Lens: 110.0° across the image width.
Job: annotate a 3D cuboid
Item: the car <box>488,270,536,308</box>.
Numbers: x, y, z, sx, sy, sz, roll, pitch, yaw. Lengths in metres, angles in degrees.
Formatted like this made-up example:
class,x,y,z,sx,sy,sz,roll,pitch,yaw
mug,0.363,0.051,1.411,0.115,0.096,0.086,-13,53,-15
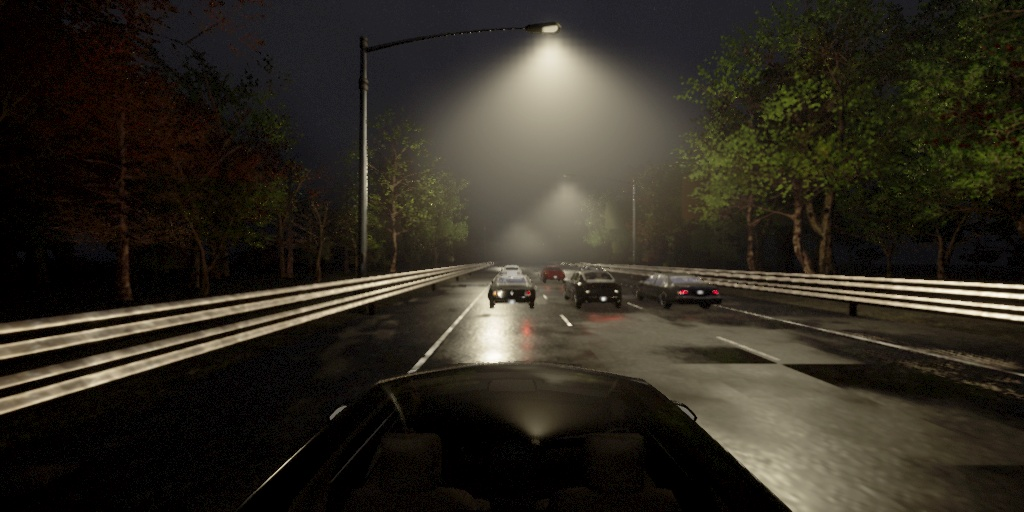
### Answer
class,x,y,z,sx,sy,sz,roll,pitch,yaw
car,0.000,1.483,15.955,1.895,1.301,4.718,0,0,0

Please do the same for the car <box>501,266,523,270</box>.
class,x,y,z,sx,sy,sz,roll,pitch,yaw
car,0.003,1.547,31.231,1.812,1.442,4.674,0,0,0

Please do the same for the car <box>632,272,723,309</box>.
class,x,y,z,sx,sy,sz,roll,pitch,yaw
car,7.000,1.429,15.837,2.033,1.411,5.357,0,0,0

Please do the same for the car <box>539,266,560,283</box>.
class,x,y,z,sx,sy,sz,roll,pitch,yaw
car,3.503,1.548,31.236,1.812,1.442,4.674,0,0,0

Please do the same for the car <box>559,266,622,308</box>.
class,x,y,z,sx,sy,sz,roll,pitch,yaw
car,3.503,1.392,16.135,1.837,1.490,4.892,0,0,0

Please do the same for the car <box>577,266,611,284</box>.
class,x,y,z,sx,sy,sz,roll,pitch,yaw
car,7.002,1.586,31.178,1.994,1.385,4.181,0,0,0
